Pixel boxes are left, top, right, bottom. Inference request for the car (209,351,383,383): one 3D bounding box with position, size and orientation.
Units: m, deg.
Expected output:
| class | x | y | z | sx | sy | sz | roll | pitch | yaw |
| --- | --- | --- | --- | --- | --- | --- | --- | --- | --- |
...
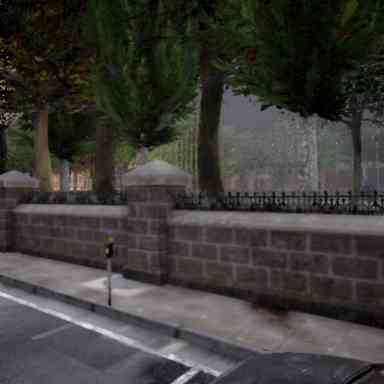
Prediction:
| class | x | y | z | sx | sy | sz | roll | pitch | yaw |
| --- | --- | --- | --- | --- | --- | --- | --- | --- | --- |
| car | 1.890 | 1.552 | 1.474 | 4.403 | 1.369 | 2.008 | 0 | -1 | 36 |
